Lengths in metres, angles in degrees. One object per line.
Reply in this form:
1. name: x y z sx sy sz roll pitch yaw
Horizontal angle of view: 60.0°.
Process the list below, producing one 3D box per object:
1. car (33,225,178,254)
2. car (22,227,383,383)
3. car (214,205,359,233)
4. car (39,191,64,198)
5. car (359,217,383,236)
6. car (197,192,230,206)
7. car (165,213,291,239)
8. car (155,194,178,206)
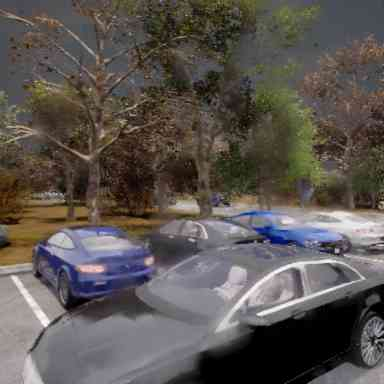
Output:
1. car: -2.504 1.512 8.018 2.002 1.452 4.674 0 0 -35
2. car: 0.635 1.483 4.148 4.902 1.511 2.128 0 0 -34
3. car: 2.821 1.454 11.830 2.097 1.535 5.008 0 0 -36
4. car: -18.886 0.433 46.399 4.674 1.442 1.812 0 0 -31
5. car: 5.389 1.485 13.652 2.002 1.452 4.674 0 0 -36
6. car: 2.523 0.794 40.588 2.097 1.767 4.553 -3 3 -35
7. car: 0.164 1.464 9.919 2.231 1.521 4.892 0 0 -36
8. car: -3.825 0.990 43.295 1.837 1.490 4.892 -3 3 -42
